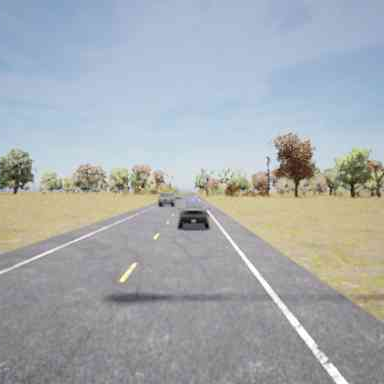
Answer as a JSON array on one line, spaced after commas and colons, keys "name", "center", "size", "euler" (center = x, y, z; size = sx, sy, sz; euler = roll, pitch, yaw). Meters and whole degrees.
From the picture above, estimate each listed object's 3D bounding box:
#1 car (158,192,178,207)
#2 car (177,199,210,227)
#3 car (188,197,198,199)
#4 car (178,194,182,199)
[{"name": "car", "center": [-3.561, 1.046, 47.100], "size": [2.150, 2.045, 5.566], "euler": [0, 0, 0]}, {"name": "car", "center": [0.104, 1.422, 21.766], "size": [1.837, 1.490, 4.892], "euler": [0, 0, 0]}, {"name": "car", "center": [0.110, 1.387, 42.116], "size": [2.033, 1.411, 5.357], "euler": [0, 0, 0]}, {"name": "car", "center": [-3.481, 1.272, 84.828], "size": [1.895, 1.301, 4.718], "euler": [0, 0, 0]}]
